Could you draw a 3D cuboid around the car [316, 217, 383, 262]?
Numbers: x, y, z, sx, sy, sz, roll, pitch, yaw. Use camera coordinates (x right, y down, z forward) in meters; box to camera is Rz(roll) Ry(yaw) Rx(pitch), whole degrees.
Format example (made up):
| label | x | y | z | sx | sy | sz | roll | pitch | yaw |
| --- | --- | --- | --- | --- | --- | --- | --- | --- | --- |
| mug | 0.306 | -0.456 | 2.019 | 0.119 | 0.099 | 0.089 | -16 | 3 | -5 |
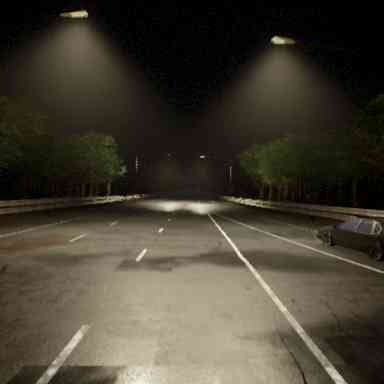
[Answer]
| label | x | y | z | sx | sy | sz | roll | pitch | yaw |
| --- | --- | --- | --- | --- | --- | --- | --- | --- | --- |
| car | 6.854 | 1.651 | 12.596 | 2.033 | 1.411 | 5.357 | 1 | 0 | -8 |
